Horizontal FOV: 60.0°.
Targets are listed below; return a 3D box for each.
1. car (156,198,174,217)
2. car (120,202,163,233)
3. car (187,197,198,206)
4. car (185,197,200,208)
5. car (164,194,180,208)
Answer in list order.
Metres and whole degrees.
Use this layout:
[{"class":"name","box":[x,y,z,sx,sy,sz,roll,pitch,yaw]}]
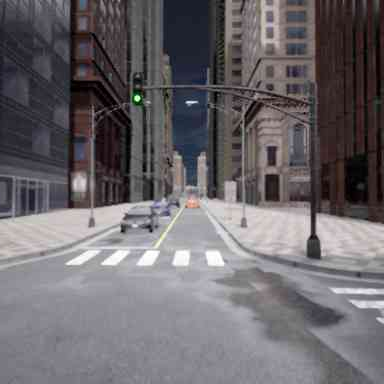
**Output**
[{"class":"car","box":[-3.049,1.620,33.021,1.812,1.442,4.674,0,0,0]},{"class":"car","box":[-3.070,1.579,20.258,1.812,1.442,4.674,0,0,0]},{"class":"car","box":[0.069,1.686,60.097,1.882,1.535,5.008,0,0,0]},{"class":"car","box":[0.059,1.518,50.031,2.097,1.767,4.553,0,0,0]},{"class":"car","box":[-2.980,1.386,50.925,2.150,2.045,5.566,0,0,1]}]
